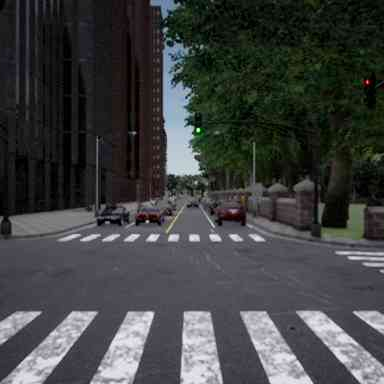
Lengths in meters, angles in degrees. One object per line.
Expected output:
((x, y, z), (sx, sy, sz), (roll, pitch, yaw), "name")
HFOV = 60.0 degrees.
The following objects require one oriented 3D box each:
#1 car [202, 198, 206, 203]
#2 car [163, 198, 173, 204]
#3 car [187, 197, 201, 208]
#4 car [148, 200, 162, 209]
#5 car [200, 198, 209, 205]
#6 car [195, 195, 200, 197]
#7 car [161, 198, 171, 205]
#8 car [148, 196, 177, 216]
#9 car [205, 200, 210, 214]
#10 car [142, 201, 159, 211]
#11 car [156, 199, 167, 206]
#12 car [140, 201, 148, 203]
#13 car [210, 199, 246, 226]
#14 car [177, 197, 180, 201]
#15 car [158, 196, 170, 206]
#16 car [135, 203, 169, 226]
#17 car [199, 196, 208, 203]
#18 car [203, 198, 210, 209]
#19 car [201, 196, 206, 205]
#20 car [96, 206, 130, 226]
((2.796, 1.862, 46.580), (2.008, 1.369, 4.403), (0, 0, 0), "car")
((-5.706, 2.090, 79.321), (1.887, 1.381, 4.507), (0, 0, 0), "car")
((0.142, 1.974, 55.433), (1.895, 1.301, 4.718), (0, -1, 0), "car")
((-5.725, 1.931, 52.036), (1.802, 1.307, 4.206), (0, 0, 0), "car")
((2.816, 2.032, 74.032), (1.752, 1.417, 4.829), (0, 0, 0), "car")
((0.151, 1.963, 69.455), (2.128, 1.511, 4.902), (0, 0, 0), "car")
((-5.709, 2.050, 73.864), (1.887, 1.381, 4.507), (0, 0, 0), "car")
((-3.073, 1.583, 35.190), (2.097, 1.767, 4.553), (0, 0, 1), "car")
((2.788, 1.800, 35.667), (1.947, 1.339, 4.313), (0, 0, 0), "car")
((-5.729, 1.893, 46.579), (1.802, 1.307, 4.206), (0, 0, 0), "car")
((-5.717, 2.008, 62.950), (1.802, 1.307, 4.206), (0, 0, 0), "car")
((-5.733, 1.823, 41.122), (2.008, 1.369, 4.403), (0, 0, 0), "car")
((2.780, 1.473, 24.757), (2.192, 1.841, 5.009), (0, 0, 0), "car")
((-3.057, 1.808, 45.422), (1.837, 1.490, 4.892), (0, 0, 0), "car")
((-5.713, 1.780, 68.408), (2.192, 1.841, 5.009), (0, 0, 0), "car")
((-3.081, 1.762, 25.196), (1.895, 1.301, 4.718), (0, 0, 0), "car")
((2.823, 1.902, 84.776), (2.192, 1.841, 5.009), (0, 0, 0), "car")
((2.792, 1.824, 41.123), (2.008, 1.369, 4.403), (0, 0, 0), "car")
((2.800, 1.790, 52.037), (1.967, 1.590, 4.097), (0, 0, 0), "car")
((-5.745, 1.724, 24.752), (1.947, 1.339, 4.313), (0, 0, 0), "car")
